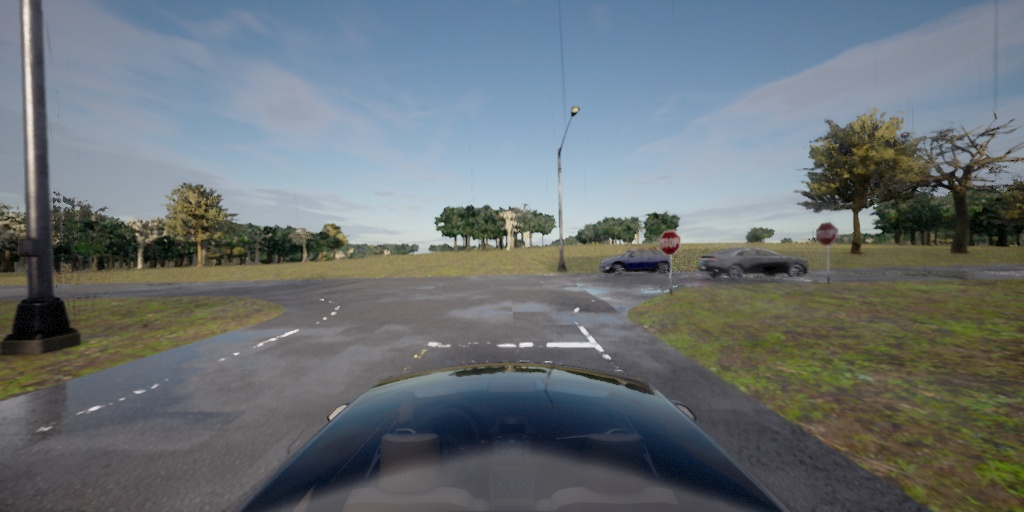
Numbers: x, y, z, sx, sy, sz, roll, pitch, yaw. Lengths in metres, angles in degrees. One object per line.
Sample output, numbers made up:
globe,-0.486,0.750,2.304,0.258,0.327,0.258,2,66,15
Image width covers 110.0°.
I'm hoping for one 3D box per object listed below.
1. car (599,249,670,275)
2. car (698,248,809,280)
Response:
car,8.358,0.331,24.558,4.553,1.767,2.097,-1,-1,-1
car,11.794,0.340,17.613,4.902,1.511,2.128,-1,-1,-1
